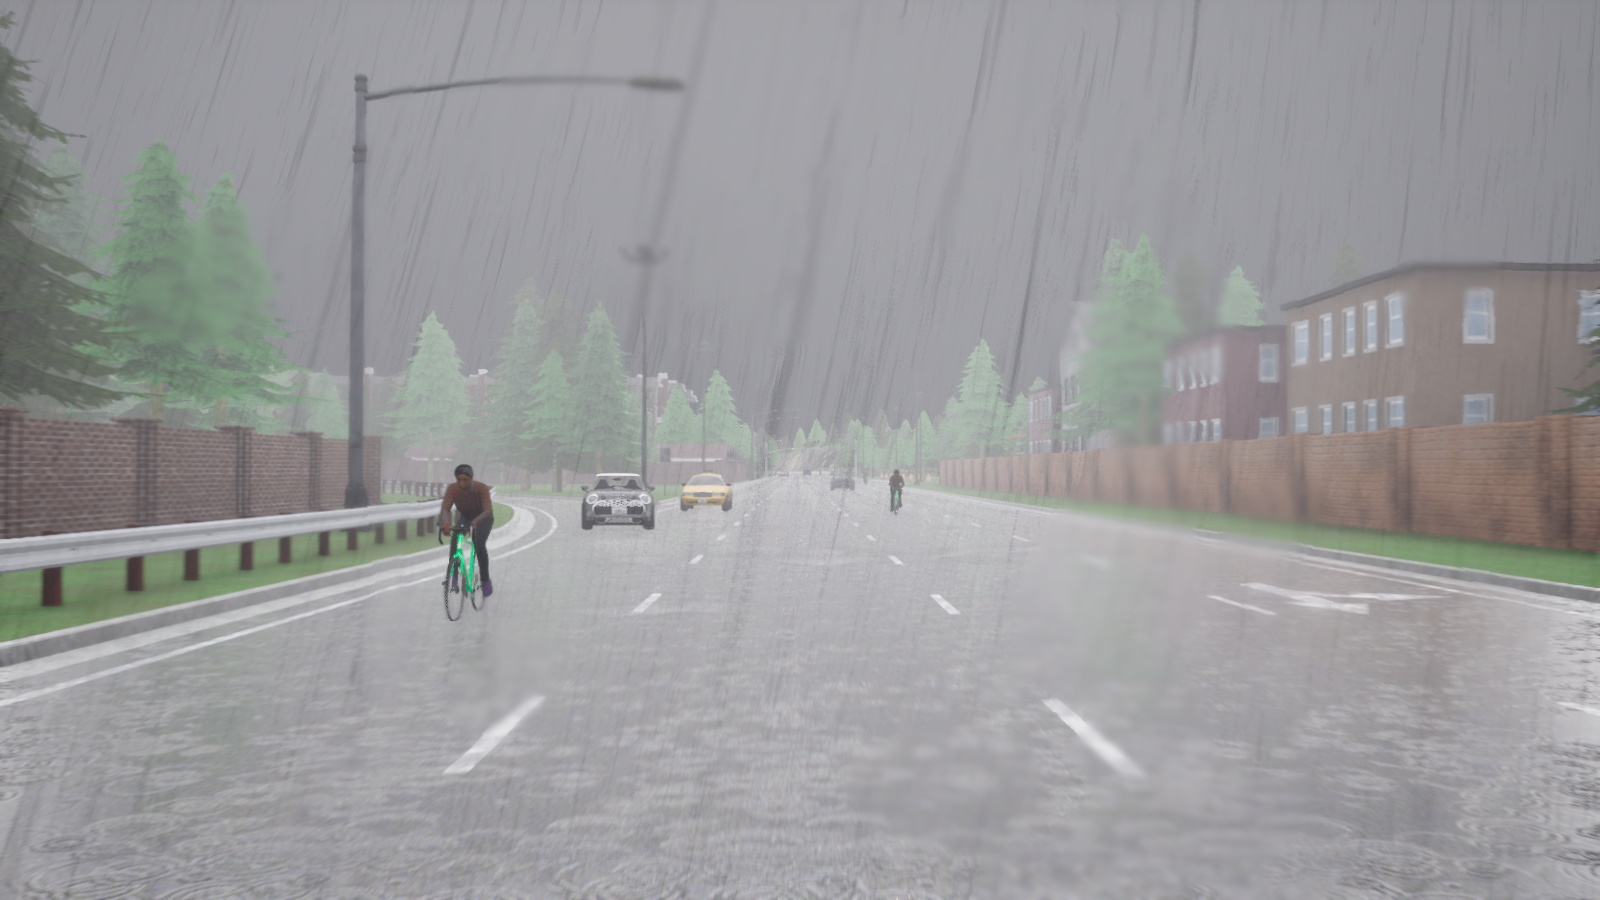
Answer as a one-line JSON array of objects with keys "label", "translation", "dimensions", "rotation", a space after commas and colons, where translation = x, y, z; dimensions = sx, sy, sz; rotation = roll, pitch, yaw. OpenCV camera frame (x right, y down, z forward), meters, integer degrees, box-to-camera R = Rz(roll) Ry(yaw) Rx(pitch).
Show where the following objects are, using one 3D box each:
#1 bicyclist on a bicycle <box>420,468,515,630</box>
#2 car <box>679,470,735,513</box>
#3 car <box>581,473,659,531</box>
[{"label": "bicyclist on a bicycle", "translation": [-3.533, 1.006, 13.454], "dimensions": [0.582, 1.620, 1.656], "rotation": [0, 0, 0]}, {"label": "car", "translation": [-3.622, 1.596, 49.728], "dimensions": [1.801, 1.575, 5.366], "rotation": [0, -1, 0]}, {"label": "car", "translation": [-4.888, 1.367, 34.013], "dimensions": [1.970, 1.475, 3.806], "rotation": [0, -1, -9]}]
